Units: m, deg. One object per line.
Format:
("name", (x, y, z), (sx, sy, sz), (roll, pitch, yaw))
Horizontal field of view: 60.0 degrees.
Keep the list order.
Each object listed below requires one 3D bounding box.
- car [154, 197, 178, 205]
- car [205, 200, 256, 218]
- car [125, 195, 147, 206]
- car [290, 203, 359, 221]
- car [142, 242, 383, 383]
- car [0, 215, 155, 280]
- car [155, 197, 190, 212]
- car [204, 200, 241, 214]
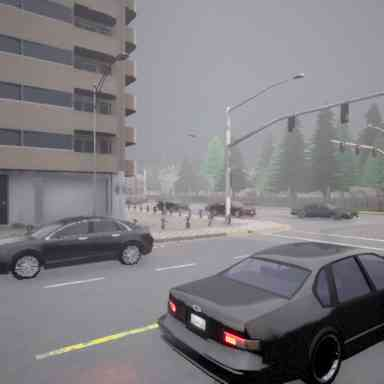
("car", (-4.818, 1.602, 61.255), (2.033, 1.411, 5.357), (0, 0, -36))
("car", (3.774, 1.532, 31.023), (1.882, 1.535, 5.008), (0, 0, -36))
("car", (-9.771, 1.619, 55.866), (1.994, 1.385, 4.181), (0, 0, -35))
("car", (10.842, 1.596, 27.661), (2.033, 1.411, 5.357), (0, 0, -40))
("car", (2.123, 1.547, 5.296), (5.357, 1.411, 2.033), (0, 0, -35))
("car", (-3.506, 1.505, 10.042), (4.892, 1.490, 1.837), (0, 0, -35))
("car", (-2.197, 1.532, 39.309), (1.882, 1.535, 5.008), (0, 0, -36))
("car", (3.384, 1.618, 37.550), (1.994, 1.385, 4.181), (0, 0, -36))
